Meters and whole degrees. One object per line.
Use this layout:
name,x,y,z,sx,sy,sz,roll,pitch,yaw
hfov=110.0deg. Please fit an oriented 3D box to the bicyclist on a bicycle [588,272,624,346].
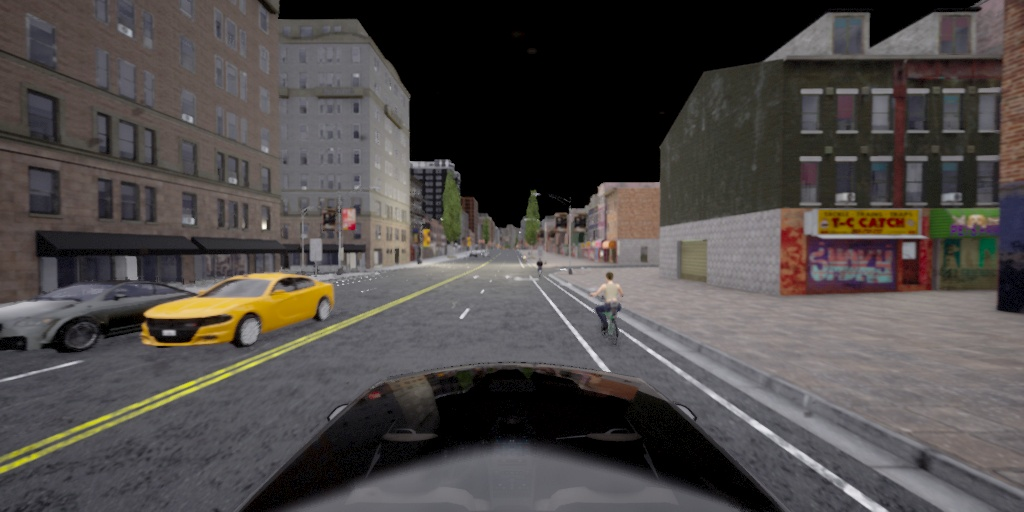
bicyclist on a bicycle,2.251,1.168,8.384,0.866,1.612,1.509,0,0,0

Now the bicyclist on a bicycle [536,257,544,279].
bicyclist on a bicycle,2.284,0.992,29.426,0.659,1.776,1.843,0,0,0

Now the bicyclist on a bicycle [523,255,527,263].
bicyclist on a bicycle,2.339,0.608,65.061,0.866,1.612,1.509,0,1,0

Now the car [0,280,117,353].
car,-9.841,1.294,8.631,1.994,1.385,4.181,0,0,0

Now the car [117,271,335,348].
car,-6.590,1.205,9.387,1.882,1.535,5.008,0,0,0
